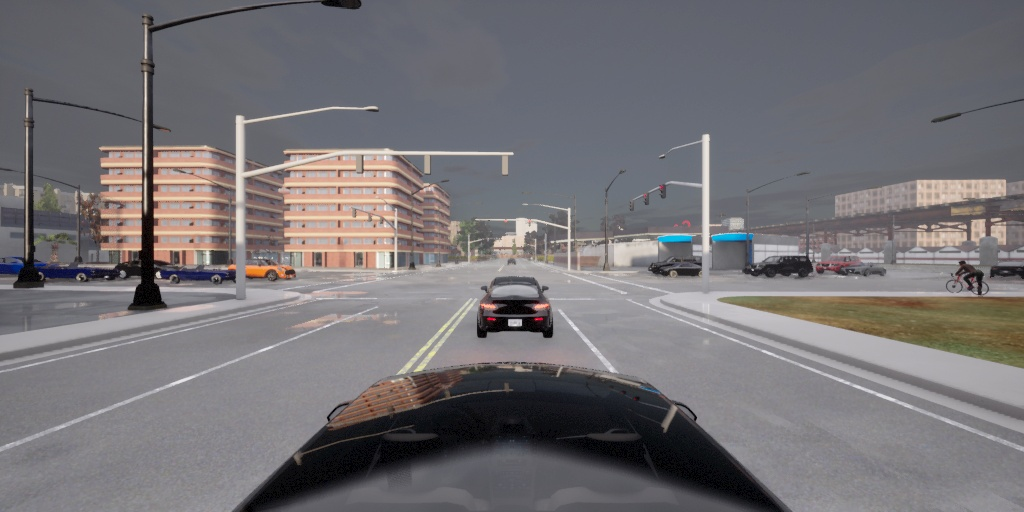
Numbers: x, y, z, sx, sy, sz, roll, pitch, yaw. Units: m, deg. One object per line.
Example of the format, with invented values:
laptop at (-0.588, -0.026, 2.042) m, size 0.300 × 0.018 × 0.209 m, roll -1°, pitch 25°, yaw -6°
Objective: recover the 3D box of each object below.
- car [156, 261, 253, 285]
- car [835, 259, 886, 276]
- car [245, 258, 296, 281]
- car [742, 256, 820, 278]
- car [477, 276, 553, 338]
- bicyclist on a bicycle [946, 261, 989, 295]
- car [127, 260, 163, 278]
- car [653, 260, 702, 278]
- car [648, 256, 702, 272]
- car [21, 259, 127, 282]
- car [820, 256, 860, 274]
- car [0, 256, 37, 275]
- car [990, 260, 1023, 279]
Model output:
car at (-20.958, 1.220, 24.538) m, size 4.718 × 1.301 × 1.895 m, roll 1°, pitch 0°, yaw 2°
car at (35.253, 1.314, 36.009) m, size 4.181 × 1.385 × 1.994 m, roll 0°, pitch 0°, yaw -18°
car at (-19.458, 0.986, 28.007) m, size 4.553 × 1.767 × 2.097 m, roll 1°, pitch 0°, yaw 1°
car at (25.459, 0.971, 34.071) m, size 5.566 × 2.045 × 2.150 m, roll 0°, pitch 0°, yaw -5°
car at (0.075, 1.276, 10.056) m, size 1.812 × 1.442 × 4.674 m, roll 0°, pitch 0°, yaw 0°
bicyclist on a bicycle at (21.913, 1.050, 17.291) m, size 0.582 × 1.620 × 1.656 m, roll 0°, pitch 0°, yaw 0°
car at (-28.234, 1.021, 28.172) m, size 4.892 × 1.490 × 1.837 m, roll 1°, pitch 0°, yaw 1°
car at (16.106, 1.314, 33.943) m, size 4.181 × 1.385 × 1.994 m, roll 0°, pitch 0°, yaw 0°
car at (17.195, 0.971, 37.376) m, size 5.566 × 2.045 × 2.150 m, roll 0°, pitch 0°, yaw 1°
car at (-30.072, 1.088, 24.705) m, size 4.718 × 1.301 × 1.895 m, roll 1°, pitch 0°, yaw 1°
car at (36.633, 0.971, 40.103) m, size 5.566 × 2.045 × 2.150 m, roll 0°, pitch 0°, yaw -22°
car at (-38.776, 0.812, 28.377) m, size 5.008 × 1.535 × 1.882 m, roll 1°, pitch 0°, yaw 1°
car at (45.260, 1.227, 32.363) m, size 5.008 × 1.535 × 1.882 m, roll 0°, pitch 0°, yaw -26°
